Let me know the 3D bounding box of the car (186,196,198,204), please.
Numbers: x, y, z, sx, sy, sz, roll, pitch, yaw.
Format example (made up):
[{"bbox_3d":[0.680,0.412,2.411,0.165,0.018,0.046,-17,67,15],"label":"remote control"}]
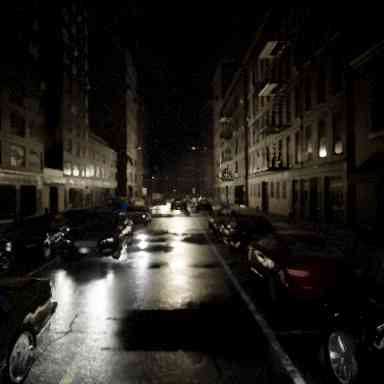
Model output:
[{"bbox_3d":[0.001,1.411,61.843,1.947,1.339,4.313,-1,0,-2],"label":"car"}]

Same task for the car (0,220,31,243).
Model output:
[{"bbox_3d":[-5.666,1.585,7.428,2.008,1.369,4.403,-1,0,-2],"label":"car"}]

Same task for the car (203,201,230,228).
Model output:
[{"bbox_3d":[1.874,1.465,18.752,1.752,1.417,4.829,-1,0,-2],"label":"car"}]

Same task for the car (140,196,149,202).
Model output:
[{"bbox_3d":[-7.304,1.480,45.111,1.752,1.417,4.829,-1,0,-2],"label":"car"}]

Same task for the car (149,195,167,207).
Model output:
[{"bbox_3d":[-4.862,1.532,49.681,1.994,1.385,4.181,-1,0,-2],"label":"car"}]

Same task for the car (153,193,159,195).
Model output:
[{"bbox_3d":[-8.252,1.455,66.911,2.008,1.369,4.403,-1,0,-2],"label":"car"}]

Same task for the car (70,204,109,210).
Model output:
[{"bbox_3d":[-6.136,1.579,18.243,1.947,1.339,4.313,-1,0,-2],"label":"car"}]

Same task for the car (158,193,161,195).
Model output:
[{"bbox_3d":[-8.487,1.440,72.319,2.008,1.369,4.403,-1,0,-2],"label":"car"}]

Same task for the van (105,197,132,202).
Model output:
[{"bbox_3d":[-6.608,1.331,29.058,1.690,1.788,3.998,-1,0,-2],"label":"van"}]

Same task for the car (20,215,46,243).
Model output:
[{"bbox_3d":[-5.901,1.590,12.835,1.947,1.339,4.313,-1,0,-2],"label":"car"}]

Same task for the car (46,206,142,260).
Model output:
[{"bbox_3d":[-3.344,1.493,12.467,2.128,1.511,4.902,-1,0,-2],"label":"car"}]

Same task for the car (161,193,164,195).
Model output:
[{"bbox_3d":[-8.959,1.174,83.133,2.192,1.841,5.009,-1,0,-2],"label":"car"}]

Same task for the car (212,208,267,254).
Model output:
[{"bbox_3d":[2.117,1.517,13.175,1.947,1.339,4.313,-1,0,-2],"label":"car"}]

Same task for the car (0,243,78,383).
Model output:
[{"bbox_3d":[-2.889,1.568,2.574,2.033,1.411,5.357,-1,0,1],"label":"car"}]

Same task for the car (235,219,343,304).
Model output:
[{"bbox_3d":[2.352,1.543,7.767,1.802,1.307,4.206,-1,0,-2],"label":"car"}]

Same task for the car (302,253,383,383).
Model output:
[{"bbox_3d":[2.587,1.537,2.359,1.947,1.339,4.313,-1,0,-2],"label":"car"}]

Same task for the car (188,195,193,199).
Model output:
[{"bbox_3d":[0.706,1.433,45.620,2.008,1.369,4.403,-1,0,-2],"label":"car"}]

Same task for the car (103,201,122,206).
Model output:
[{"bbox_3d":[-6.371,1.584,23.651,1.802,1.307,4.206,-1,0,-2],"label":"car"}]

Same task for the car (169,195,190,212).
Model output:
[{"bbox_3d":[-1.455,1.429,36.976,1.837,1.490,4.892,-1,0,-3],"label":"car"}]

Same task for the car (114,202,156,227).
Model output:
[{"bbox_3d":[-3.778,1.582,22.703,1.895,1.301,4.718,-1,0,-2],"label":"car"}]

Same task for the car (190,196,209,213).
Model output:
[{"bbox_3d":[1.177,1.456,34.805,2.008,1.369,4.403,-1,0,-2],"label":"car"}]

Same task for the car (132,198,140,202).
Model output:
[{"bbox_3d":[-6.842,1.419,34.465,1.967,1.590,4.097,-1,0,-2],"label":"car"}]
